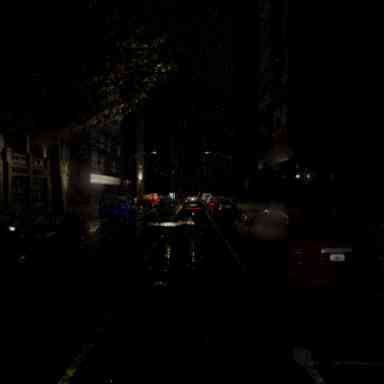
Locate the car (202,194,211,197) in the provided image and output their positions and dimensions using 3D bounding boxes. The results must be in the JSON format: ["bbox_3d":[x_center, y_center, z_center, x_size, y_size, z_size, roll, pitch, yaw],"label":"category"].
[{"bbox_3d":[2.657,1.304,42.324,1.967,1.590,4.097,0,0,0],"label":"car"}]

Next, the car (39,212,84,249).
[{"bbox_3d":[-5.860,1.520,14.138,1.802,1.307,4.206,0,0,0],"label":"car"}]

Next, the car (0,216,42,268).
[{"bbox_3d":[-5.858,1.527,8.500,1.947,1.339,4.313,0,0,0],"label":"car"}]

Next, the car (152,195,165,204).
[{"bbox_3d":[-5.874,1.270,59.254,1.967,1.590,4.097,0,0,0],"label":"car"}]

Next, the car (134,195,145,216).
[{"bbox_3d":[-5.866,1.331,31.056,1.967,1.590,4.097,0,0,0],"label":"car"}]

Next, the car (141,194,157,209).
[{"bbox_3d":[-5.869,1.178,42.335,2.192,1.841,5.009,0,0,0],"label":"car"}]

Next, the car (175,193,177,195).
[{"bbox_3d":[-5.884,1.343,92.922,1.752,1.417,4.829,0,0,0],"label":"car"}]

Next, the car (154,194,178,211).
[{"bbox_3d":[-3.010,1.384,39.138,1.882,1.535,5.008,0,0,0],"label":"car"}]

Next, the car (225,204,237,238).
[{"bbox_3d":[2.665,1.463,14.300,1.752,1.417,4.829,0,0,0],"label":"car"}]

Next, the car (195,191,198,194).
[{"bbox_3d":[2.644,1.135,87.433,2.192,1.841,5.009,0,0,0],"label":"car"}]

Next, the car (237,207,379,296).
[{"bbox_3d":[2.667,1.276,8.491,2.192,1.841,5.009,0,0,0],"label":"car"}]

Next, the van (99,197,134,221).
[{"bbox_3d":[-5.864,1.246,25.416,1.690,1.788,3.998,0,0,0],"label":"van"}]

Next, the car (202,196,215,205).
[{"bbox_3d":[2.653,1.405,53.602,1.947,1.339,4.313,0,0,0],"label":"car"}]

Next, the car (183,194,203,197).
[{"bbox_3d":[0.089,1.351,44.535,2.128,1.511,4.902,0,0,0],"label":"car"}]

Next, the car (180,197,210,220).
[{"bbox_3d":[0.092,1.393,26.917,2.128,1.511,4.902,0,0,0],"label":"car"}]

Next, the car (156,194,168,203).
[{"bbox_3d":[-5.875,1.264,64.893,1.967,1.590,4.097,0,0,0],"label":"car"}]

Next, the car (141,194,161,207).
[{"bbox_3d":[-5.870,1.165,47.974,2.192,1.841,5.009,0,0,0],"label":"car"}]

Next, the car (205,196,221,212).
[{"bbox_3d":[2.658,1.422,36.685,1.887,1.381,4.507,0,0,0],"label":"car"}]

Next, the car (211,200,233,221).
[{"bbox_3d":[2.661,1.487,25.407,1.802,1.307,4.206,0,0,0],"label":"car"}]
